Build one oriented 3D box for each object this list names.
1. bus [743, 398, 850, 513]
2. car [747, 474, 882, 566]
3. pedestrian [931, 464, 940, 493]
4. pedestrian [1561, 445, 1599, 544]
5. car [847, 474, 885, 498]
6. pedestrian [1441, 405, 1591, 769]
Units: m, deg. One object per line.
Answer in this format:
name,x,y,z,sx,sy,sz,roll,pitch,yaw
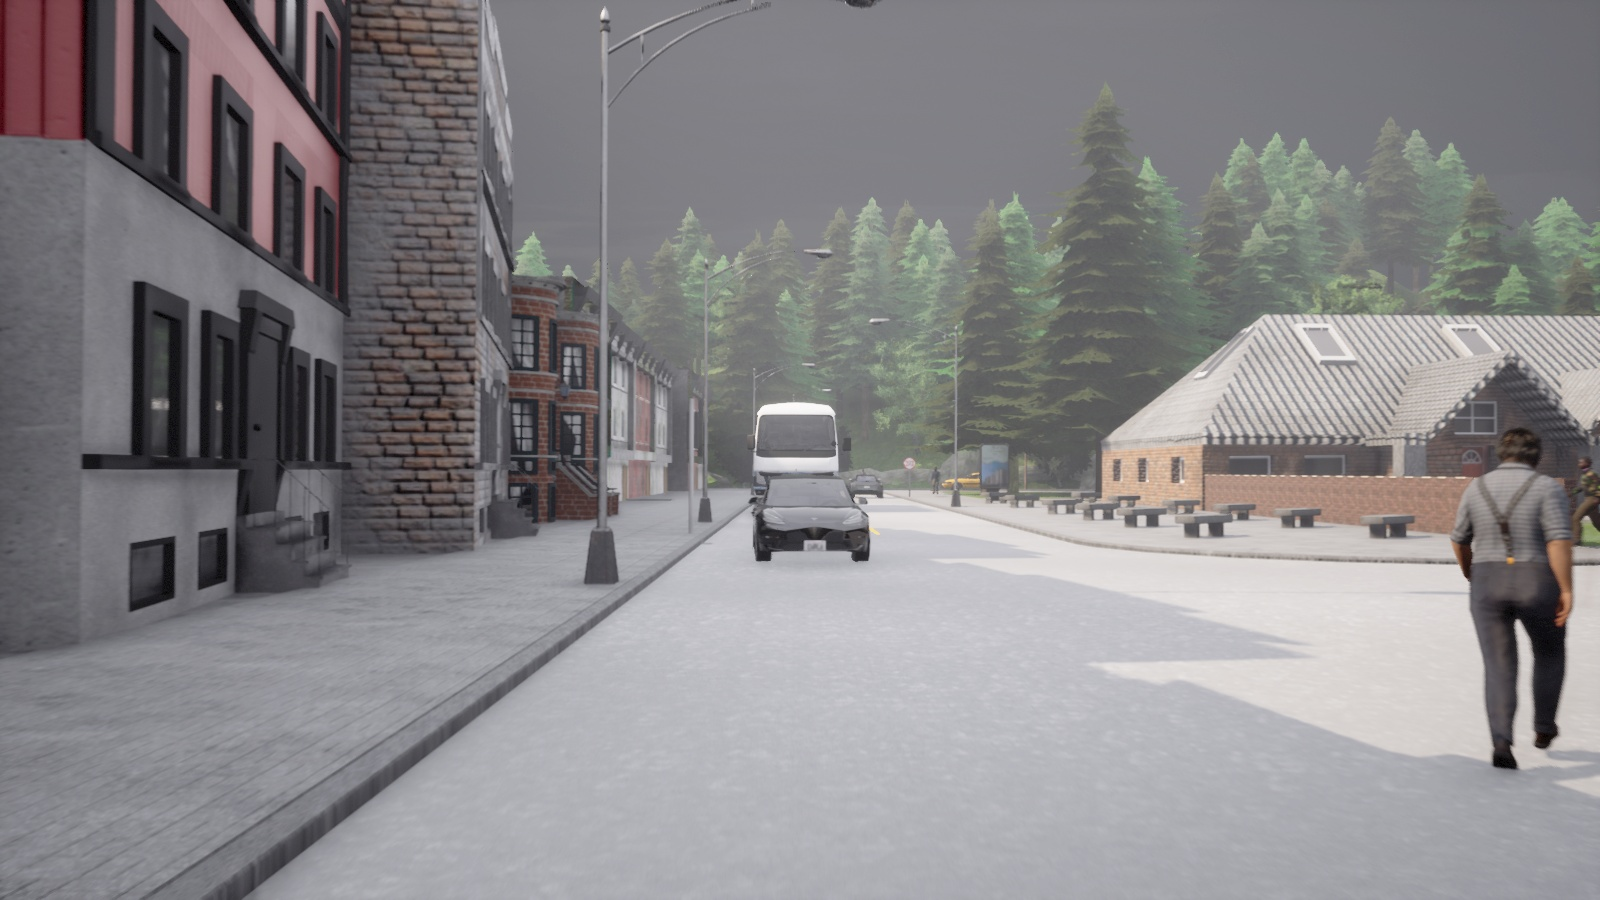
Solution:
bus,-0.134,0.296,51.590,3.944,4.253,10.273,0,-1,0
car,0.137,1.198,23.125,2.163,1.488,4.792,0,-1,-3
pedestrian,8.483,1.799,78.687,0.370,1.835,0.726,-1,-1,23
pedestrian,15.463,0.874,24.781,0.692,1.930,0.395,-1,-1,25
car,3.864,2.099,74.350,1.994,1.385,4.181,0,-1,0
pedestrian,3.901,0.702,6.836,0.540,1.848,0.694,-1,-1,43
